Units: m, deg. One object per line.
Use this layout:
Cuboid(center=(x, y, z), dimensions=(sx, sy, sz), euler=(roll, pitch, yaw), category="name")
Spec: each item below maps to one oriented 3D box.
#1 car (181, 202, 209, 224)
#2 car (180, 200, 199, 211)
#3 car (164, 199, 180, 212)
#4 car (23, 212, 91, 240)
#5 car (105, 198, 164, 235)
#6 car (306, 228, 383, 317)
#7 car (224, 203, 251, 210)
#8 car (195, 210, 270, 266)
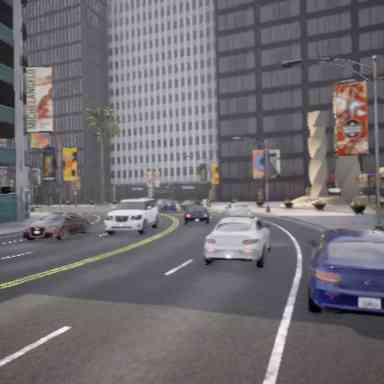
Cuboid(center=(0.331, 1.760, 26.297), dimensions=(1.895, 1.301, 4.718), euler=(-1, 0, 0), category="car")
Cuboid(center=(-0.228, 1.786, 43.612), dimensions=(1.837, 1.490, 4.892), euler=(-1, -1, -24), category="car")
Cuboid(center=(-3.693, 1.705, 42.716), dimensions=(2.097, 1.767, 4.553), euler=(-1, 0, -24), category="car")
Cuboid(center=(-7.433, 1.850, 18.688), dimensions=(1.994, 1.385, 4.181), euler=(-1, 0, 10), category="car")
Cuboid(center=(-3.520, 1.431, 20.670), dimensions=(2.150, 2.045, 5.566), euler=(-1, 0, 6), category="car")
Cuboid(center=(3.493, 1.491, 7.126), dimensions=(1.812, 1.442, 4.674), euler=(-1, 0, 21), category="car")
Cuboid(center=(3.719, 1.615, 27.404), dimensions=(1.812, 1.442, 4.674), euler=(-1, 0, -2), category="car")
Cuboid(center=(1.688, 1.561, 11.603), dimensions=(1.812, 1.442, 4.674), euler=(-1, 0, 17), category="car")
